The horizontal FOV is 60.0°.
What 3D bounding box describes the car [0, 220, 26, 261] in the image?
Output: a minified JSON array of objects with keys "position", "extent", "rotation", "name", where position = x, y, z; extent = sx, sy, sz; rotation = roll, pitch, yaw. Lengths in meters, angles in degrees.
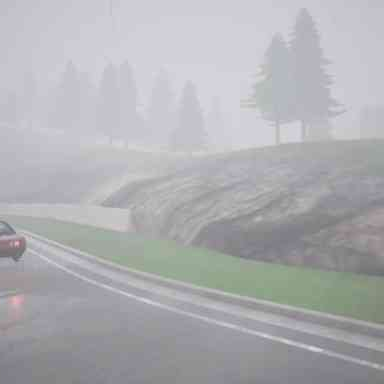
[{"position":[-7.271,1.613,11.457],"extent":[1.895,1.301,4.718],"rotation":[0,0,-39],"name":"car"}]
